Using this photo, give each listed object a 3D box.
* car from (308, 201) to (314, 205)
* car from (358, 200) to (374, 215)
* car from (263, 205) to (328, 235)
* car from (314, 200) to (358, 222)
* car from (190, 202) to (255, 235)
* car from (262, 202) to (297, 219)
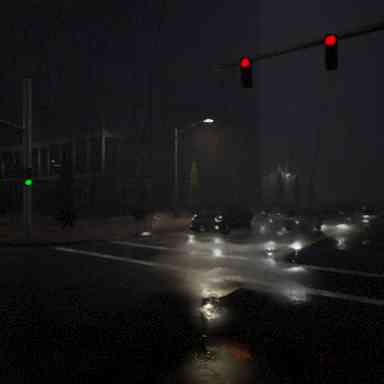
[{"bbox_3d":[13.350,1.594,35.039,2.033,1.411,5.357,0,0,36],"label":"car"},{"bbox_3d":[17.832,1.556,35.198,1.812,1.442,4.674,0,0,37],"label":"car"},{"bbox_3d":[6.126,1.644,19.335,1.895,1.301,4.718,0,0,36],"label":"car"},{"bbox_3d":[11.747,1.515,26.962,1.882,1.535,5.008,0,0,36],"label":"car"},{"bbox_3d":[1.861,1.412,19.445,2.097,1.767,4.553,0,0,36],"label":"car"},{"bbox_3d":[7.281,1.559,26.803,1.837,1.490,4.892,0,0,37],"label":"car"}]
